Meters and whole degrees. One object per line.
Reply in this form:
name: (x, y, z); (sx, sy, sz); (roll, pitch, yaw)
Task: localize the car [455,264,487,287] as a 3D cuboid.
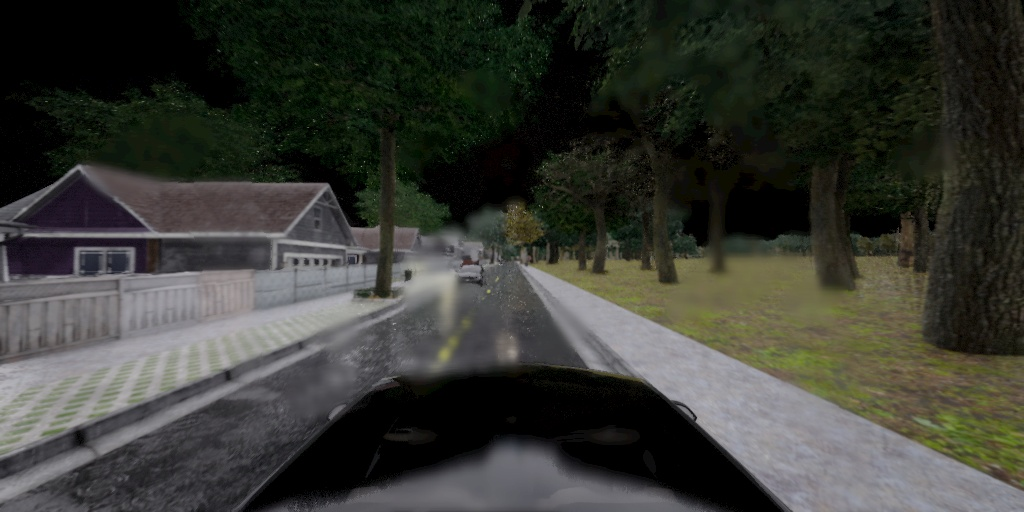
car: (-2.836, 1.361, 25.674); (1.837, 1.490, 4.892); (0, 0, 0)
